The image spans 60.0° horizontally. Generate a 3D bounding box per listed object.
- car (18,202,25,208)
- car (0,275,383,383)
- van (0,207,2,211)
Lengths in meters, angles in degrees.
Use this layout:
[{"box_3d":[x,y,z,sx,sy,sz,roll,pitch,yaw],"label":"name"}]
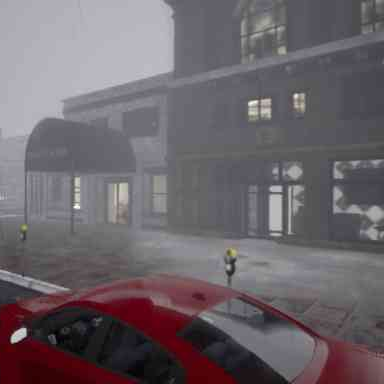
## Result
[{"box_3d":[-21.508,1.512,46.226,1.752,1.417,4.829,0,0,35],"label":"car"},{"box_3d":[-0.550,1.541,3.261,4.507,1.381,1.887,0,0,36],"label":"car"},{"box_3d":[-20.909,1.366,32.497,1.690,1.788,3.998,0,0,35],"label":"van"}]
